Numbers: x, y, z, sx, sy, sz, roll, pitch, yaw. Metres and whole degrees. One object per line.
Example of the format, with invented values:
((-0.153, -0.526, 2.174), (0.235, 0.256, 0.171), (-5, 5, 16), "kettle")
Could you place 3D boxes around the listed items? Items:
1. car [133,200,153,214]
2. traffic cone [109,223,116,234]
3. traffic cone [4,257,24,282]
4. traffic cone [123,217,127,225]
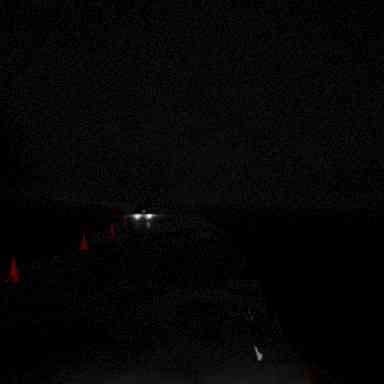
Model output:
((-5.681, 1.663, 37.769), (2.033, 1.411, 5.357), (0, 0, -13), "car")
((-4.369, 1.991, 18.210), (0.340, 0.580, 0.340), (0, 0, -2), "traffic cone")
((-4.540, 1.960, 8.477), (0.340, 0.580, 0.340), (0, 0, 4), "traffic cone")
((-4.638, 2.008, 23.072), (0.340, 0.580, 0.340), (0, 0, -5), "traffic cone")
